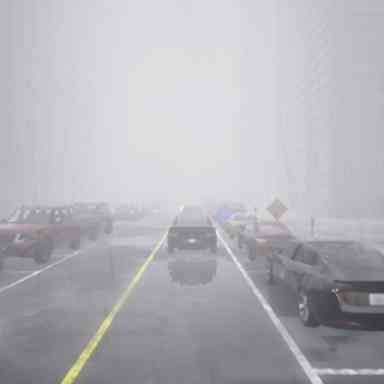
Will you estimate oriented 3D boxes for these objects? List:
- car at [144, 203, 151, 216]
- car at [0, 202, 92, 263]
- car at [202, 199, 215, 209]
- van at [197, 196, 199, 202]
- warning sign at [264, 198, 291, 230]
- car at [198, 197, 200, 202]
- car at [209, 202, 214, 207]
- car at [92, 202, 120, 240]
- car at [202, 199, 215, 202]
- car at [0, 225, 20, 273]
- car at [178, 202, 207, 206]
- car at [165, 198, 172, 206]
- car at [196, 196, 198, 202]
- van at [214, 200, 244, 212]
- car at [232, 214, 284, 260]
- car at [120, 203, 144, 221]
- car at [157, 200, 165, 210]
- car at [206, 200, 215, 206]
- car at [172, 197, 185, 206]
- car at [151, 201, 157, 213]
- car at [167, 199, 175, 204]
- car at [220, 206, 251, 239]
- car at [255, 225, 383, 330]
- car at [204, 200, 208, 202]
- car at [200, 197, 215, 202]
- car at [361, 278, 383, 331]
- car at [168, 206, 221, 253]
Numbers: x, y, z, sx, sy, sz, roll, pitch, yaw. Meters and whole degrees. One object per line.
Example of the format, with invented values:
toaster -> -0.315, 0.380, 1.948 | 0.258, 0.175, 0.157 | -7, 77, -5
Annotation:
car -> -5.737, 1.925, 35.138 | 1.802, 1.307, 4.206 | 0, -1, 0
car -> -5.750, 1.435, 12.598 | 2.192, 1.841, 5.009 | 0, -1, 0
car -> 2.803, 2.016, 57.686 | 1.967, 1.590, 4.097 | 0, -1, 0
van -> 2.818, 2.155, 80.231 | 1.690, 1.788, 3.998 | 0, -1, 0
warning sign -> 5.076, 1.305, 19.856 | 1.300, 1.860, 1.060 | 0, -1, 0
car -> 2.810, 2.245, 68.957 | 2.008, 1.369, 4.403 | 0, -1, 0
car -> 2.785, 1.868, 29.502 | 1.802, 1.307, 4.206 | 0, -1, 0
car -> -5.746, 1.490, 18.235 | 2.192, 1.841, 5.009 | 0, -1, 0
car -> 2.796, 2.024, 46.411 | 1.947, 1.339, 4.313 | 0, -1, 0
car -> -5.755, 1.632, 6.960 | 1.947, 1.339, 4.313 | 0, -1, 0
car -> 0.028, 1.848, 29.282 | 1.994, 1.385, 4.181 | 0, -1, 0
car -> -5.715, 2.260, 68.956 | 1.947, 1.339, 4.313 | 0, -1, 0
car -> 2.825, 2.376, 91.503 | 1.967, 1.590, 4.097 | 0, -1, 0
van -> 2.782, 1.571, 23.868 | 1.690, 1.788, 3.998 | 0, -1, 0
car -> 2.774, 1.702, 12.593 | 1.802, 1.307, 4.206 | 0, -1, 0
car -> -5.740, 1.726, 29.504 | 1.967, 1.590, 4.097 | 0, -1, 0
car -> -5.726, 2.099, 52.047 | 1.802, 1.307, 4.206 | 0, -1, 0
car -> 2.788, 1.893, 35.139 | 2.008, 1.369, 4.403 | 0, -1, 0
car -> -2.953, 2.313, 71.747 | 1.895, 1.301, 4.718 | 0, -1, 0
car -> -5.733, 1.982, 40.775 | 1.802, 1.307, 4.206 | 0, -1, 0
car -> -5.700, 2.502, 91.499 | 1.947, 1.339, 4.313 | 0, -1, 0
car -> 2.778, 1.701, 18.400 | 1.752, 1.417, 4.829 | 0, -1, 0
car -> 2.770, 1.632, 6.957 | 1.947, 1.339, 4.313 | 0, -1, 0
car -> 2.792, 1.966, 40.775 | 1.947, 1.339, 4.313 | 0, -1, 0
car -> 2.800, 1.832, 52.050 | 2.192, 1.841, 5.009 | 0, -1, 0
car -> 2.767, 1.579, 1.321 | 1.947, 1.339, 4.313 | 0, -1, 0
car -> 0.016, 1.616, 14.462 | 1.882, 1.535, 5.008 | 0, 0, 0
